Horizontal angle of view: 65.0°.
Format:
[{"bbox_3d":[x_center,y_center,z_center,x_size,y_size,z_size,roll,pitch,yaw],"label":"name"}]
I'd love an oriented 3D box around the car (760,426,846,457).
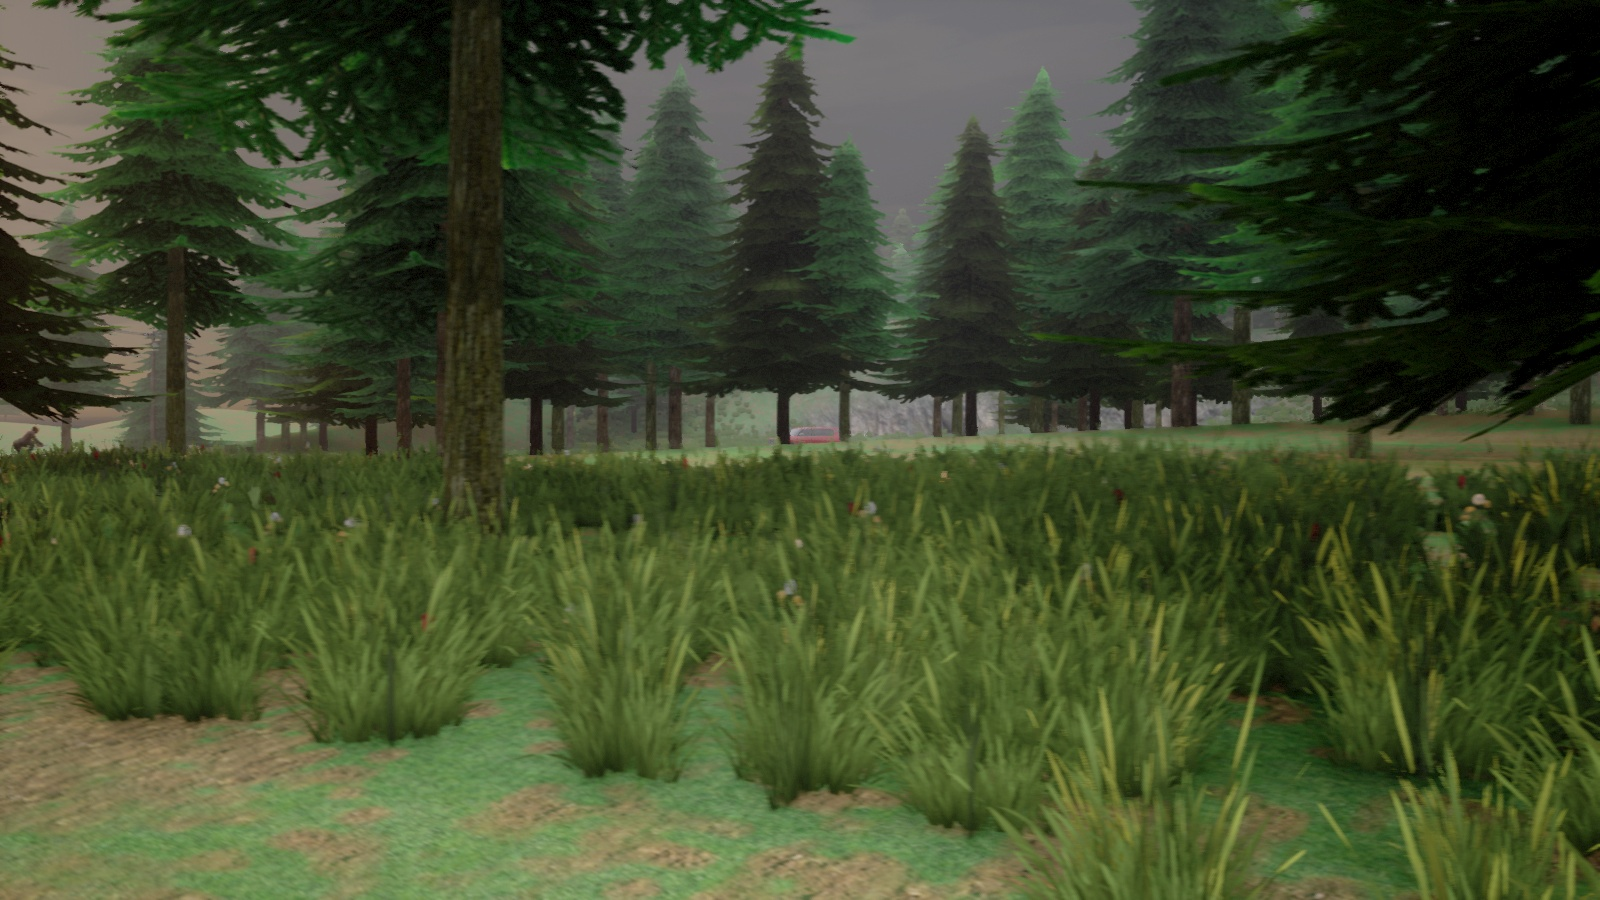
[{"bbox_3d":[0.233,-0.590,86.310,5.566,2.045,2.150,-1,1,-31],"label":"car"}]
